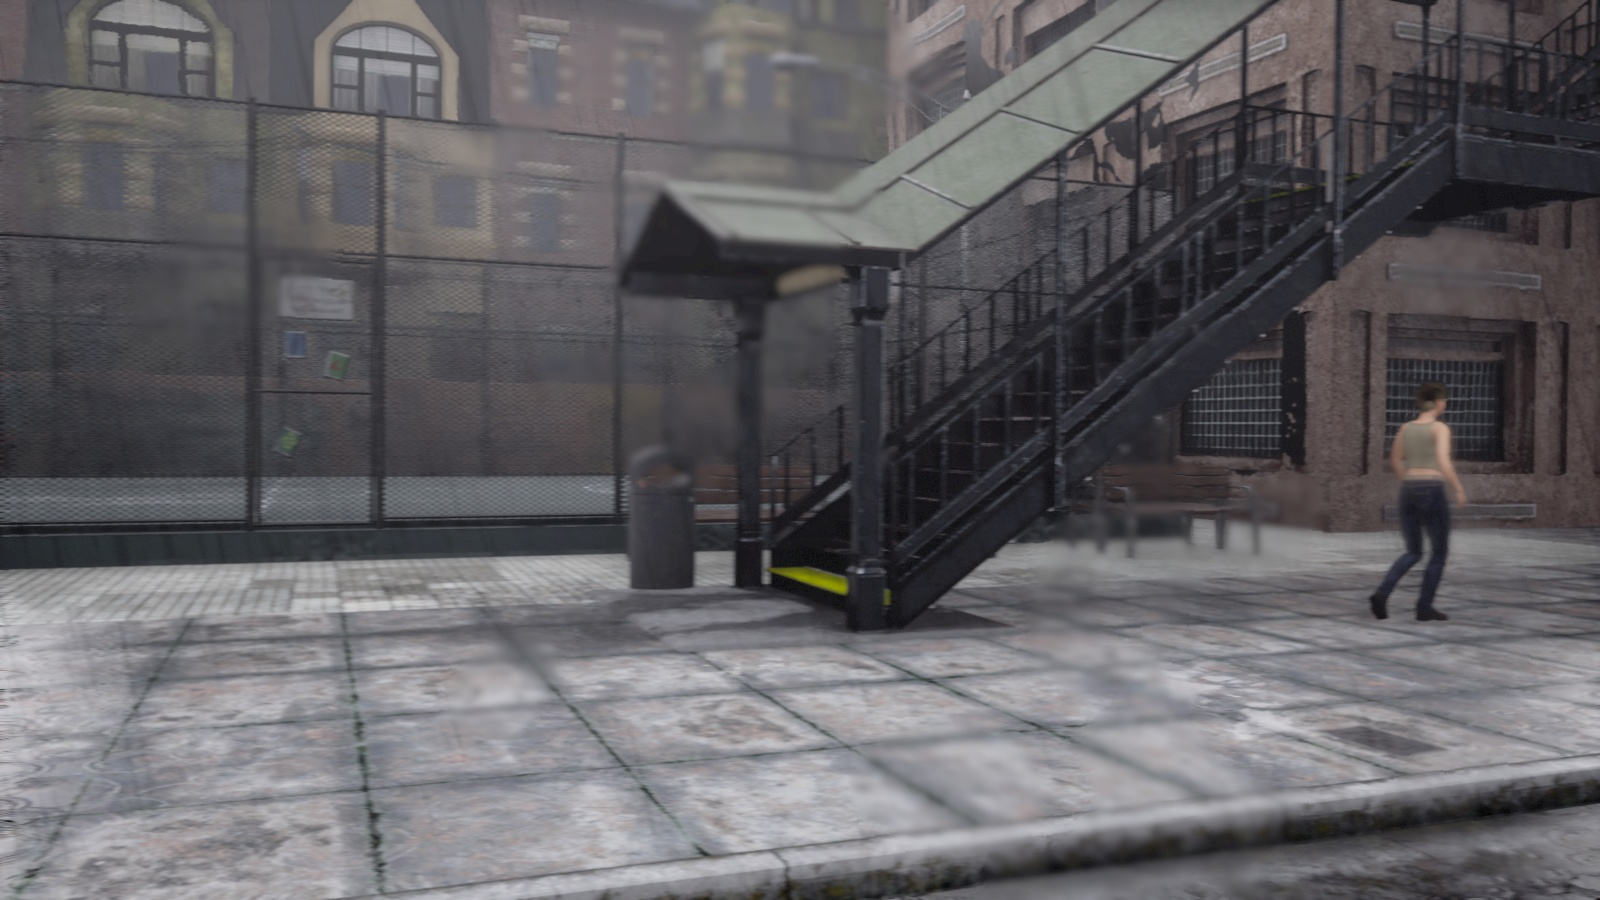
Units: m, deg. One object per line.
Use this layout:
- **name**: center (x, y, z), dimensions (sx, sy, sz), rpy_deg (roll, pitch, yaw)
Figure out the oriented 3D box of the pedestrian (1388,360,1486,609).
- **pedestrian**: center (4.825, 0.248, 9.511), dimensions (0.594, 1.836, 0.345), rpy_deg (-1, 1, -21)
